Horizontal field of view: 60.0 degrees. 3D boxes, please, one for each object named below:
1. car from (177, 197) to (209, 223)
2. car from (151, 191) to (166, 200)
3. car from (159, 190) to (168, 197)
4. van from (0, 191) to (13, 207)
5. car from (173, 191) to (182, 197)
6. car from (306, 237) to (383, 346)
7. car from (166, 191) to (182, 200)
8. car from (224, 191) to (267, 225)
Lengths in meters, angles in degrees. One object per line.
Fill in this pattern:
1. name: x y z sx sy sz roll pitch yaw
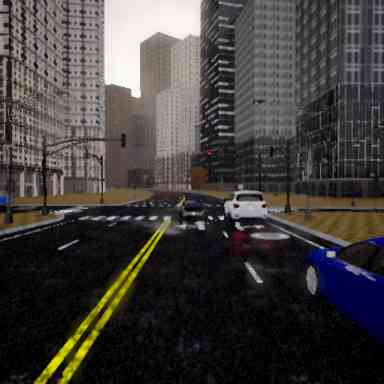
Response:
1. car: 0.100 1.277 22.686 1.994 1.385 4.181 0 1 0
2. car: -6.528 0.738 62.247 1.994 1.385 4.181 0 1 0
3. car: -6.613 0.429 77.708 1.882 1.535 5.008 0 1 -1
4. van: -22.656 0.724 37.996 3.998 1.788 1.690 0 1 1
5. car: -3.362 0.450 77.819 1.837 1.490 4.892 0 1 -1
6. car: 3.350 1.413 5.118 1.882 1.535 5.008 0 1 0
7. car: -3.279 0.651 62.346 1.882 1.535 5.008 0 1 0
8. car: 3.351 0.948 21.598 2.150 2.045 5.566 0 1 0
